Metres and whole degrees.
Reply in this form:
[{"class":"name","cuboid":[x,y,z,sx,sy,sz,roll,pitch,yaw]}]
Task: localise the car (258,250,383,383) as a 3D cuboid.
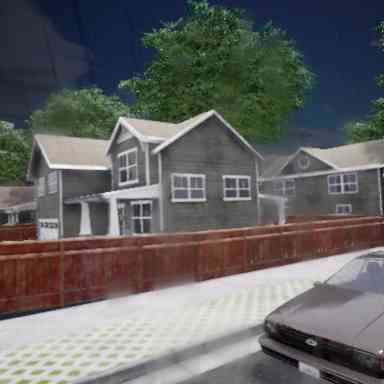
[{"class":"car","cuboid":[3.539,1.735,5.530,5.357,1.411,2.033,0,-4,-36]}]
